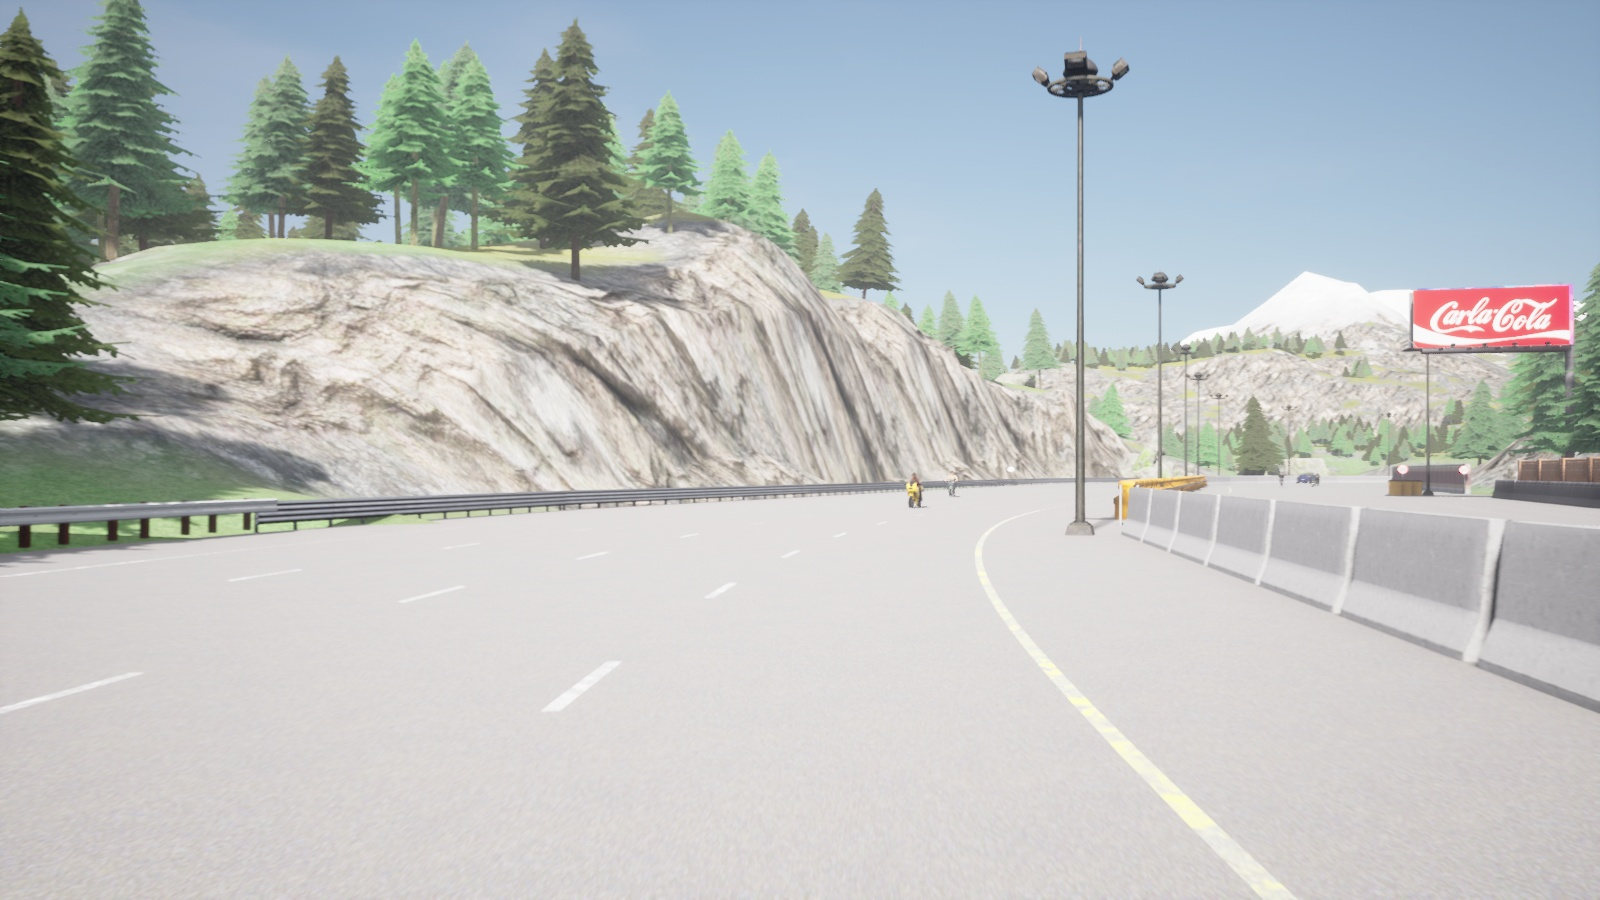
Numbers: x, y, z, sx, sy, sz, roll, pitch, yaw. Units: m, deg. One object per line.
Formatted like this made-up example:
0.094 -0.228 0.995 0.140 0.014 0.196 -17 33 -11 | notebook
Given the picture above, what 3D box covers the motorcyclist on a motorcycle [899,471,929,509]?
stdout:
4.811 1.664 52.868 0.797 1.523 2.044 0 -1 18 | motorcyclist on a motorcycle
